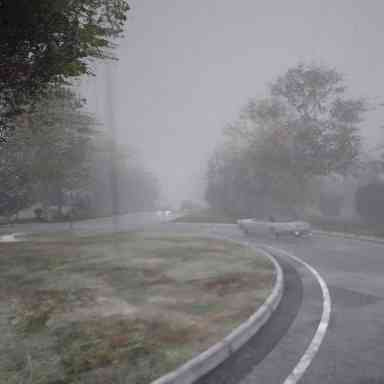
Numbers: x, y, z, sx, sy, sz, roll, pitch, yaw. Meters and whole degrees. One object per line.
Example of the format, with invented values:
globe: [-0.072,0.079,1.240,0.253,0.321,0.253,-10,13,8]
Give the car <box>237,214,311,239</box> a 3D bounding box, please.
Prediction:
car: [4.603,1.946,19.659,1.895,1.301,4.718,0,-1,-26]

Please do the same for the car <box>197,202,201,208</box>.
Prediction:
car: [1.019,3.046,78.482,1.895,1.301,4.718,-1,-1,7]

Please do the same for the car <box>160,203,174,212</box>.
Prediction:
car: [-4.696,2.870,62.037,1.837,1.490,4.892,-1,-1,8]

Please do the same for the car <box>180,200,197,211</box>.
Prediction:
car: [-0.873,2.572,63.937,2.150,2.045,5.566,-1,-1,8]
